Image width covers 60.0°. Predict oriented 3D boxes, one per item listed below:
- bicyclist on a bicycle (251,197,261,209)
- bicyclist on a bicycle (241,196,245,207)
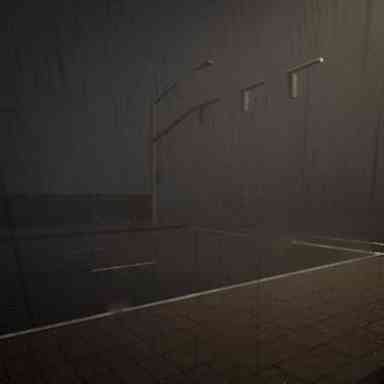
[{"bbox_3d":[8.720,1.545,45.379,1.656,1.620,0.582,0,0,-23],"label":"bicyclist on a bicycle"},{"bbox_3d":[7.725,1.397,50.288,0.582,1.620,1.656,0,0,21],"label":"bicyclist on a bicycle"}]
